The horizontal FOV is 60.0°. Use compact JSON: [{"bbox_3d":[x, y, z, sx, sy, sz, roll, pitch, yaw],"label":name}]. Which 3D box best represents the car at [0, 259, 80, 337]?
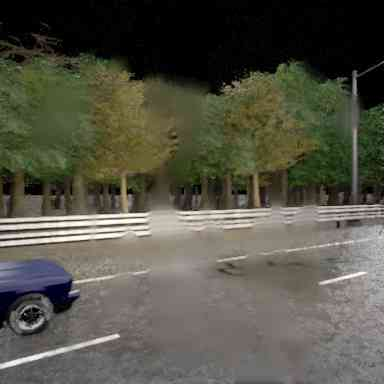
[{"bbox_3d":[-4.250,1.594,4.986,4.718,1.301,1.895,0,0,-35],"label":"car"}]
